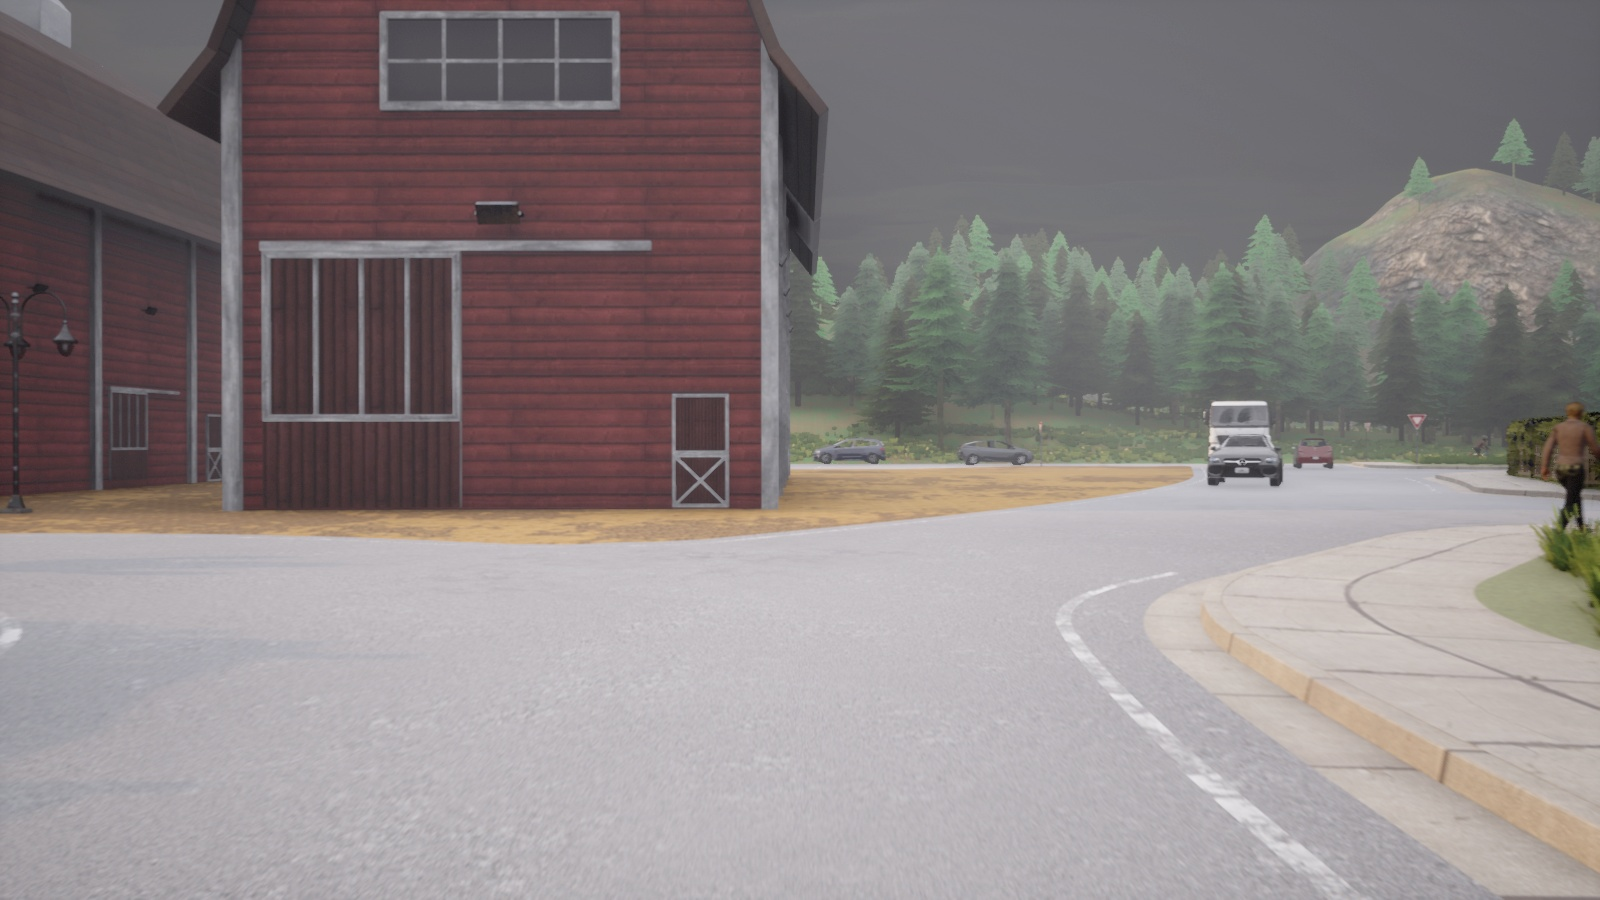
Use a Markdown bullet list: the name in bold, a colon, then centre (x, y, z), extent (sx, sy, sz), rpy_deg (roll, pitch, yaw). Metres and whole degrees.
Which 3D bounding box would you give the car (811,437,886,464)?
- **car**: centre (3.029, 0.007, 78.755), extent (4.611, 1.667, 2.242), rpy_deg (0, 0, 1)

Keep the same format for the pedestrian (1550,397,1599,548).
- **pedestrian**: centre (9.655, 0.272, 15.560), extent (0.634, 1.846, 0.331), rpy_deg (0, 0, -27)

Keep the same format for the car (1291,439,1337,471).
- **car**: centre (25.327, 0.214, 61.962), extent (1.845, 1.501, 3.633), rpy_deg (0, 0, 18)

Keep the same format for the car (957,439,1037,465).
- **car**: centre (11.748, 0.137, 75.141), extent (4.514, 1.525, 2.007), rpy_deg (0, 0, 1)

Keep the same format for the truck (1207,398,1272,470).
- **truck**: centre (22.737, -0.809, 65.286), extent (2.891, 3.462, 7.936), rpy_deg (0, 0, 17)

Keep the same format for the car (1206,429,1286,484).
- **car**: centre (14.459, 0.177, 40.575), extent (2.152, 1.651, 5.027), rpy_deg (0, 1, 23)
